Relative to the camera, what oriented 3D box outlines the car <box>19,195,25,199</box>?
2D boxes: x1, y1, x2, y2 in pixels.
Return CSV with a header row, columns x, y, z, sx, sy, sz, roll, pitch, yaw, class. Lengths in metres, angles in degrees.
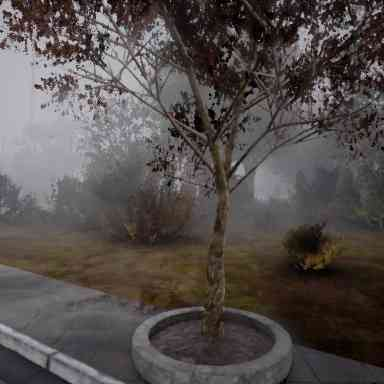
x,y,z,sx,sy,sz,roll,pitch,yaw,class
-22.628,1.174,43.321,1.837,1.490,4.892,1,0,32,car
